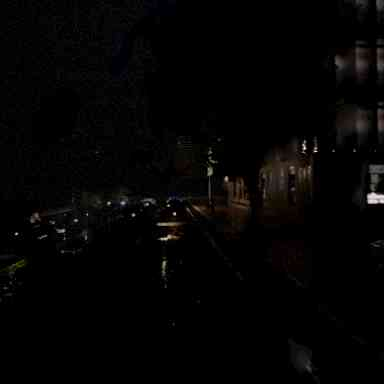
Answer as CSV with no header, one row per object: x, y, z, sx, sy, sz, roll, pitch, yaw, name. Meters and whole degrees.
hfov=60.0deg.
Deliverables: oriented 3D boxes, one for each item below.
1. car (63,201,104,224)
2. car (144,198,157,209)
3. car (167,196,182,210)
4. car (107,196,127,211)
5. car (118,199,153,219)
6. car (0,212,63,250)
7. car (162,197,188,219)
-7.841,1.576,24.327,1.895,1.301,4.718,-1,0,-3,car
-5.464,1.423,42.016,1.994,1.385,4.181,-1,0,-3,car
-2.209,1.345,42.010,1.812,1.442,4.674,-1,0,-3,car
-8.646,1.262,39.278,2.097,1.767,4.553,-1,0,-3,car
-4.737,1.518,28.529,1.895,1.301,4.718,-1,0,-3,car
-7.309,1.583,14.122,1.994,1.385,4.181,-1,0,-3,car
-1.428,1.387,27.445,1.837,1.490,4.892,-1,0,-3,car
